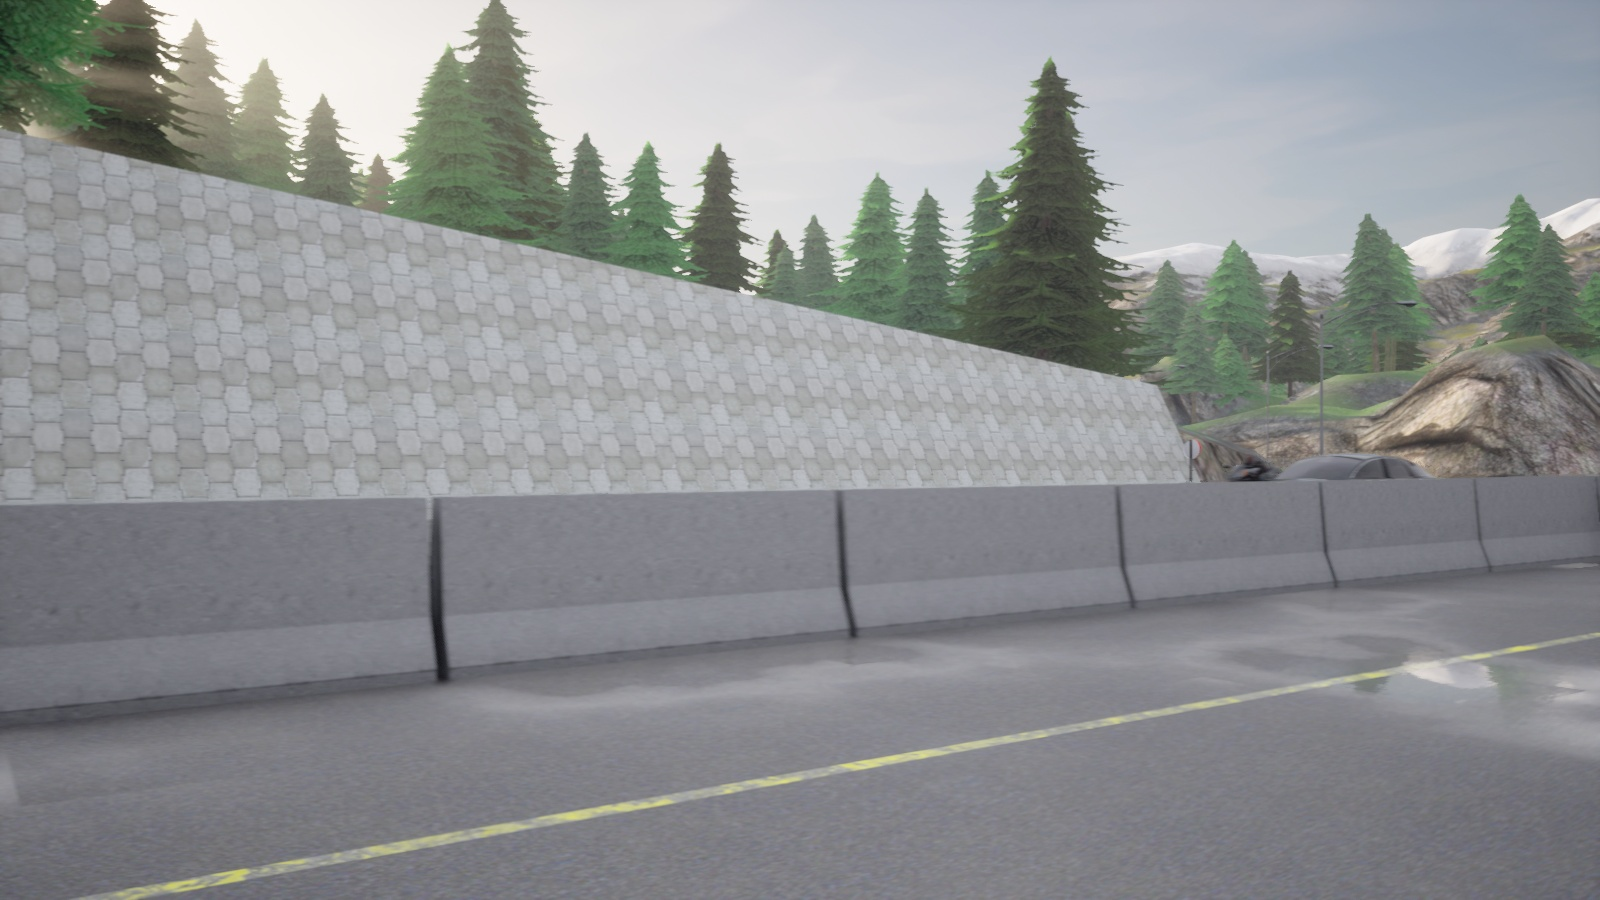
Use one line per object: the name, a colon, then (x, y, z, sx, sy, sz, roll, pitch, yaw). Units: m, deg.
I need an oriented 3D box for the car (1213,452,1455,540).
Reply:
car: (10.026, 0.786, 23.432, 4.892, 1.490, 1.837, 0, 0, -35)

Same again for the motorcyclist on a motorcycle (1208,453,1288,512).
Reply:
motorcyclist on a motorcycle: (11.865, 0.836, 33.239, 2.191, 1.530, 0.866, 0, 0, -35)
